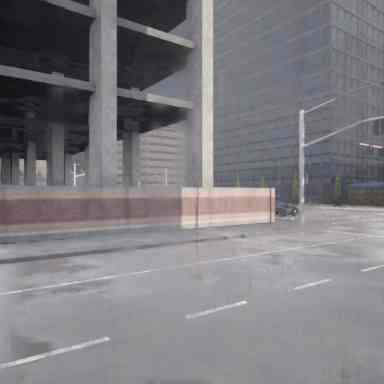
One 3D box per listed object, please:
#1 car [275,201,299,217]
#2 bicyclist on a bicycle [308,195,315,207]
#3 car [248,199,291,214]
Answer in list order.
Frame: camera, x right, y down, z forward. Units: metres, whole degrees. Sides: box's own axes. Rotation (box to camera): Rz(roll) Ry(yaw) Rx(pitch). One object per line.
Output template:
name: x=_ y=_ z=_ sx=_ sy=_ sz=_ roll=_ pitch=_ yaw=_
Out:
car: x=8.109 y=1.564 z=31.516 sx=1.994 sy=1.385 sz=4.181 roll=0 pitch=0 yaw=-36
bicyclist on a bicycle: x=16.586 y=1.301 z=46.203 sx=1.656 sy=1.620 sz=0.582 roll=0 pitch=0 yaw=-36
car: x=8.517 y=1.526 z=36.916 sx=1.812 sy=1.442 sz=4.674 roll=0 pitch=0 yaw=-36
